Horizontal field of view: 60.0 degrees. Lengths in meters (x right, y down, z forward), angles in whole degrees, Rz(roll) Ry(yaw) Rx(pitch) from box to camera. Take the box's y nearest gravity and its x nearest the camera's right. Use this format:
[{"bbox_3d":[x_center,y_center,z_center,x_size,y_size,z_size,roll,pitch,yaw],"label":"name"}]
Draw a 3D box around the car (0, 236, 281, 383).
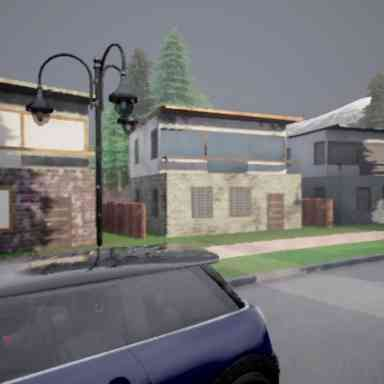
[{"bbox_3d":[-1.460,1.352,2.663,4.553,1.767,2.097,-1,0,-33],"label":"car"}]
